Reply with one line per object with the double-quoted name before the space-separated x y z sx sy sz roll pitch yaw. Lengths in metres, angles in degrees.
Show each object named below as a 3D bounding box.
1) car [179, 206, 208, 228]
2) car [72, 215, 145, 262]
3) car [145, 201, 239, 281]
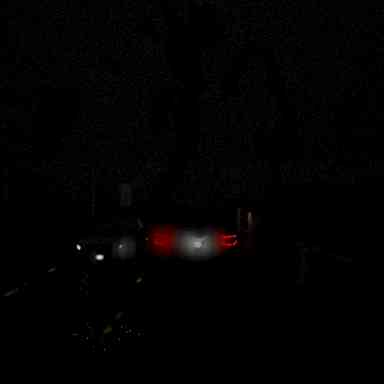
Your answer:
"car" 0.090 1.745 24.190 1.895 1.301 4.718 0 0 0
"car" -2.805 1.624 12.797 2.033 1.411 5.357 0 0 0
"car" 0.097 1.286 10.194 2.150 2.045 5.566 0 0 0
